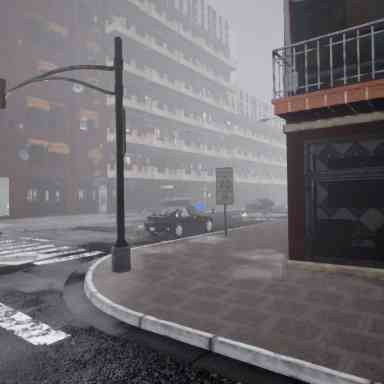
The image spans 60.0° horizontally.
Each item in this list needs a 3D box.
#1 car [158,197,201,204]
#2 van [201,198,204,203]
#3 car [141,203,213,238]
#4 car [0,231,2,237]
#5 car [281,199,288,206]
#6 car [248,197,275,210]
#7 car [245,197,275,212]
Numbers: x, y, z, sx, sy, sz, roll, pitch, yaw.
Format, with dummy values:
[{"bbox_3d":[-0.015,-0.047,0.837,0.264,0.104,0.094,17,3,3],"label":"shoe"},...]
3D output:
[{"bbox_3d":[-1.658,1.337,24.546,2.097,1.767,4.553,-1,-1,36],"label":"car"},{"bbox_3d":[-0.448,1.365,30.466,1.690,1.788,3.998,-1,-1,36],"label":"van"},{"bbox_3d":[-0.524,1.435,16.821,2.008,1.369,4.403,-1,-1,36],"label":"car"},{"bbox_3d":[-10.263,1.570,12.521,2.033,1.411,5.357,-1,-1,36],"label":"car"},{"bbox_3d":[15.673,1.495,52.971,1.752,1.417,4.829,-1,-1,36],"label":"car"},{"bbox_3d":[9.284,1.430,44.053,1.967,1.590,4.097,-1,-1,36],"label":"car"},{"bbox_3d":[7.710,1.428,37.599,1.882,1.535,5.008,-1,-1,36],"label":"car"}]
